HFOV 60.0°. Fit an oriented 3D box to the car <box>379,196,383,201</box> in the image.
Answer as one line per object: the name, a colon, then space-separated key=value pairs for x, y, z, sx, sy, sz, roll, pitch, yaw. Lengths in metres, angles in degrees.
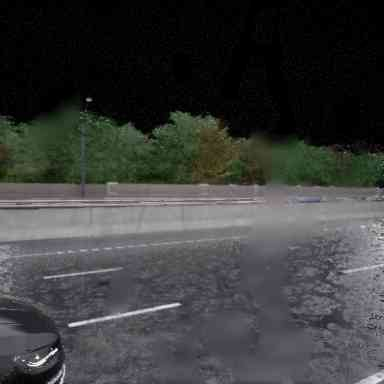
car: x=30.129 y=1.434 z=54.920 sx=4.892 sy=1.490 sz=1.837 roll=0 pitch=0 yaw=-30

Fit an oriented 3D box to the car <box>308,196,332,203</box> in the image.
car: x=18.288 y=1.476 z=43.964 sx=5.357 sy=1.411 sz=2.033 roll=0 pitch=0 yaw=-30

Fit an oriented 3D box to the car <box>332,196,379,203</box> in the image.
car: x=20.171 y=1.488 z=41.012 sx=5.357 sy=1.411 sz=2.033 roll=0 pitch=0 yaw=-30

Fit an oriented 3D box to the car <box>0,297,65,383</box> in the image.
car: x=-3.605 y=1.490 z=2.598 sx=4.892 sy=1.490 sz=1.837 roll=0 pitch=0 yaw=-30

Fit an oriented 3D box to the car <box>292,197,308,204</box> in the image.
car: x=16.251 y=1.394 z=46.823 sx=5.008 sy=1.535 sz=1.882 roll=0 pitch=0 yaw=-30
